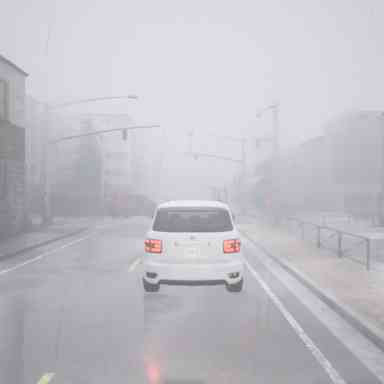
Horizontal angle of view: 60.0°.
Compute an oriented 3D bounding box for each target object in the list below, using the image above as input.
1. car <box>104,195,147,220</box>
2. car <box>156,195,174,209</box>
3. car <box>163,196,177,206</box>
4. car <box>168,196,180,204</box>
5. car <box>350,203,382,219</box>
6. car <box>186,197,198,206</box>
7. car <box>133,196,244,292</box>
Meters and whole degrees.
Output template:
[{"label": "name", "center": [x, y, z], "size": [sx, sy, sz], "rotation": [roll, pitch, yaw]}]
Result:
[{"label": "car", "center": [-4.782, 1.313, 28.919], "size": [5.566, 2.045, 2.150], "rotation": [1, 0, -30]}, {"label": "car", "center": [-3.687, 1.352, 46.563], "size": [2.097, 1.767, 4.553], "rotation": [0, 0, 0]}, {"label": "car", "center": [-3.692, 1.491, 56.944], "size": [2.128, 1.511, 4.902], "rotation": [0, 0, 0]}, {"label": "car", "center": [-3.643, 1.547, 67.582], "size": [2.033, 1.411, 5.357], "rotation": [0, 0, 0]}, {"label": "car", "center": [16.658, 1.740, 30.232], "size": [4.181, 1.385, 1.994], "rotation": [0, 0, 0]}, {"label": "car", "center": [0.001, 1.525, 54.488], "size": [1.812, 1.442, 4.674], "rotation": [0, 0, 0]}, {"label": "car", "center": [0.036, 1.221, 9.050], "size": [2.150, 2.045, 5.566], "rotation": [0, 0, 1]}]
